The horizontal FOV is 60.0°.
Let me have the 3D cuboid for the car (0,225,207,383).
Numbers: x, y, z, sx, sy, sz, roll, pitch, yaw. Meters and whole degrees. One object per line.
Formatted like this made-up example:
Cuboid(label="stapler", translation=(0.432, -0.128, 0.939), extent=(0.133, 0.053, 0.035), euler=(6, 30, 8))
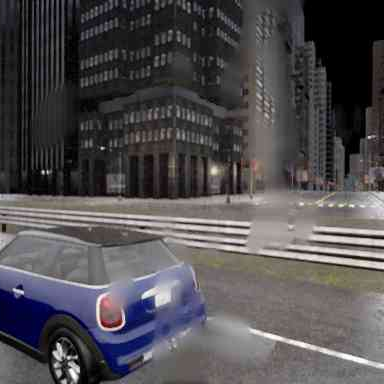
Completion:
Cuboid(label="car", translation=(-2.077, 1.333, 5.378), extent=(4.553, 1.767, 2.097), euler=(0, 0, 36))
